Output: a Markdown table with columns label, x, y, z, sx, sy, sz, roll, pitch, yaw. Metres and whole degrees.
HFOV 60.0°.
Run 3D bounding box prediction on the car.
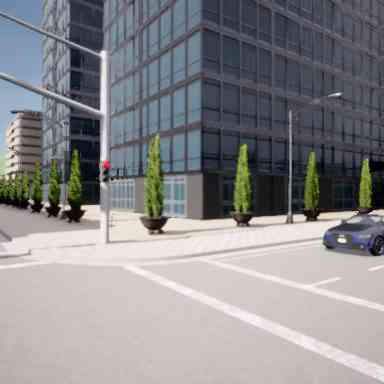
| label | x | y | z | sx | sy | sz | roll | pitch | yaw |
| --- | --- | --- | --- | --- | --- | --- | --- | --- | --- |
| car | 7.133 | 1.597 | 13.375 | 4.181 | 1.385 | 1.994 | 0 | 0 | -35 |
